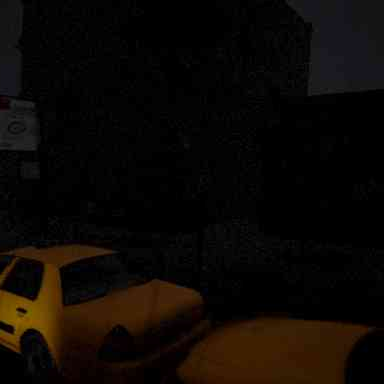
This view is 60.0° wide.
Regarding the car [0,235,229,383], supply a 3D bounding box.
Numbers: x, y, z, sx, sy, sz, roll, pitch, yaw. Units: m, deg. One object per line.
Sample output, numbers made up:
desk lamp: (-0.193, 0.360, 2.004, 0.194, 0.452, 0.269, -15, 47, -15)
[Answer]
car: (-2.291, 1.453, 5.170, 5.366, 1.575, 1.946, 0, 0, 36)
